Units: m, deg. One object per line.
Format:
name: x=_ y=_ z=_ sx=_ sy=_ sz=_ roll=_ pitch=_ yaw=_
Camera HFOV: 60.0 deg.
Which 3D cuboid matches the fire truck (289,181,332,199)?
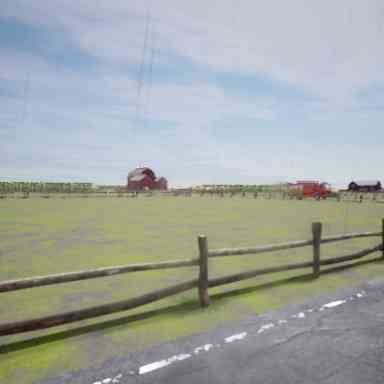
fire truck: x=24.346 y=-0.413 z=68.597 sx=2.891 sy=3.827 sz=8.468 roll=1 pitch=0 yaw=-36
